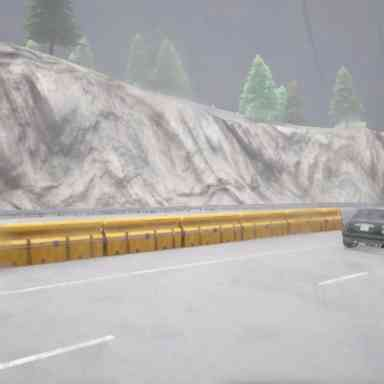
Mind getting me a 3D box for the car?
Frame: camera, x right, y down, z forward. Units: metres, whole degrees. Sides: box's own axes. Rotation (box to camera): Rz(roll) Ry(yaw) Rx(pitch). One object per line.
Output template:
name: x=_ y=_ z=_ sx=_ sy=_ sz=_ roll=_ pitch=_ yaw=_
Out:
car: x=8.177 y=1.363 z=13.305 sx=4.553 sy=1.767 sz=2.097 roll=0 pitch=0 yaw=-30
